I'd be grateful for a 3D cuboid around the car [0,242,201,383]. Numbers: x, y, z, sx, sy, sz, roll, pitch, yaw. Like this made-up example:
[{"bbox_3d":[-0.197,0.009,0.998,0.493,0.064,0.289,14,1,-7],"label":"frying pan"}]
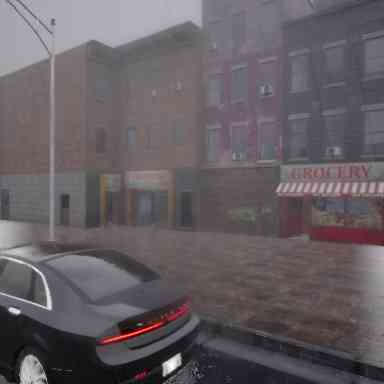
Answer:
[{"bbox_3d":[-2.173,1.505,4.832,4.892,1.490,1.837,0,0,36],"label":"car"}]
